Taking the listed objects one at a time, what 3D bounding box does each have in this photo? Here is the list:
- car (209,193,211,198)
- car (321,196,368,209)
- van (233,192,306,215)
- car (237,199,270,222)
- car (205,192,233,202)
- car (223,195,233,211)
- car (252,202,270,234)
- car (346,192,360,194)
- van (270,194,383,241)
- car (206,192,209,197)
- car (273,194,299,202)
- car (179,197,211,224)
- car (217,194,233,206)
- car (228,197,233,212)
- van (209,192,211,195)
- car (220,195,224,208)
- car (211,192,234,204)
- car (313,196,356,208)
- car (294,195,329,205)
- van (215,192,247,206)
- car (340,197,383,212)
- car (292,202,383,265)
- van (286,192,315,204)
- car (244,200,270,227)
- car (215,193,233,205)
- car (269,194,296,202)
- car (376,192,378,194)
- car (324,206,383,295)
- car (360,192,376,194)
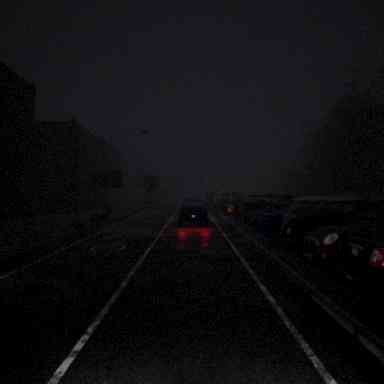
[{"bbox_3d":[5.582,1.211,52.007,4.892,1.521,2.231,0,0,0],"label":"car"},{"bbox_3d":[18.713,1.273,40.967,4.792,1.488,2.163,0,0,0],"label":"car"},{"bbox_3d":[5.514,1.103,23.976,4.442,1.987,1.878,0,0,0],"label":"van"},{"bbox_3d":[5.606,1.376,21.175,4.792,1.488,2.163,0,0,0],"label":"car"},{"bbox_3d":[5.610,0.938,68.826,5.566,2.045,2.435,0,0,0],"label":"car"},{"bbox_3d":[5.808,1.292,29.585,5.366,1.575,1.946,0,0,0],"label":"car"},{"bbox_3d":[5.639,1.381,15.568,5.008,1.535,2.097,0,0,0],"label":"car"},{"bbox_3d":[18.660,1.002,38.183,5.566,2.045,2.435,0,0,0],"label":"car"},{"bbox_3d":[5.532,1.172,12.763,4.442,1.987,1.878,0,0,0],"label":"van"},{"bbox_3d":[5.610,0.938,60.415,5.566,2.045,2.435,0,0,0],"label":"car"},{"bbox_3d":[18.663,1.226,66.029,4.674,1.452,2.002,0,0,0],"label":"car"},{"bbox_3d":[0.095,1.340,23.156,1.882,1.535,5.008,0,0,0],"label":"car"},{"bbox_3d":[5.580,1.283,37.992,4.792,1.488,2.163,0,0,0],"label":"car"},{"bbox_3d":[5.656,1.341,26.781,4.792,1.488,2.163,0,0,0],"label":"car"},{"bbox_3d":[5.469,0.976,54.810,4.442,1.987,1.878,0,0,0],"label":"van"},{"bbox_3d":[5.613,1.279,32.384,5.008,1.535,2.097,0,0,0],"label":"car"},{"bbox_3d":[5.629,0.983,43.596,5.566,2.045,2.435,0,0,0],"label":"car"},{"bbox_3d":[18.650,1.265,43.752,4.792,1.488,2.163,0,0,0],"label":"car"},{"bbox_3d":[18.665,1.250,52.108,4.674,1.452,2.002,0,0,0],"label":"car"},{"bbox_3d":[5.708,0.992,49.204,4.442,1.987,1.878,0,0,0],"label":"van"},{"bbox_3d":[18.687,1.266,35.397,5.008,1.535,2.097,0,0,0],"label":"car"},{"bbox_3d":[5.684,1.289,9.961,4.553,1.767,2.185,0,0,0],"label":"car"},{"bbox_3d":[18.779,0.968,57.680,4.442,1.987,1.878,0,0,0],"label":"van"},{"bbox_3d":[5.611,1.393,18.371,4.792,1.488,2.163,0,0,0],"label":"car"},{"bbox_3d":[5.600,1.244,40.790,4.892,1.521,2.231,0,0,0],"label":"car"},{"bbox_3d":[18.666,1.188,68.816,5.008,1.535,2.097,0,0,0],"label":"car"},{"bbox_3d":[18.677,1.059,27.165,5.566,2.045,2.435,0,0,0],"label":"car"},{"bbox_3d":[5.626,1.307,7.158,4.553,1.767,2.185,0,0,0],"label":"car"},{"bbox_3d":[18.672,1.043,29.827,5.566,2.045,2.435,0,0,0],"label":"car"}]
